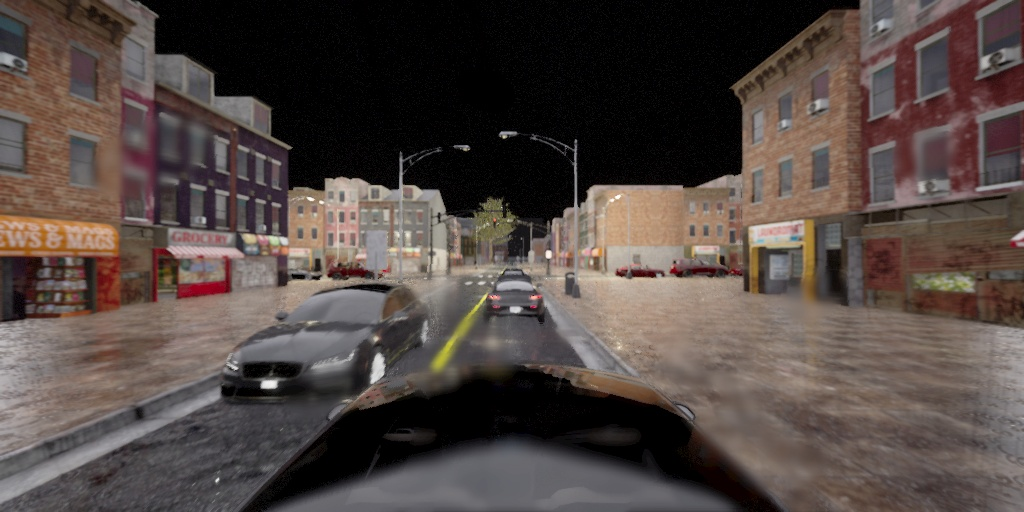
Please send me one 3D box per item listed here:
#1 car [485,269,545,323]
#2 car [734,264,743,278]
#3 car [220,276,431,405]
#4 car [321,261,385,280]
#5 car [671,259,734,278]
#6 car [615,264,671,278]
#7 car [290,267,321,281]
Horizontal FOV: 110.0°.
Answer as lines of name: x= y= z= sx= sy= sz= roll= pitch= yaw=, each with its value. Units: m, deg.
car: x=0.088 y=1.349 z=12.291 sx=1.812 sy=1.442 sz=4.674 roll=0 pitch=-1 yaw=0
car: x=22.781 y=1.356 z=33.477 sx=4.507 sy=1.381 sz=1.888 roll=0 pitch=0 yaw=0
car: x=-2.827 y=1.290 z=6.628 sx=1.837 sy=1.490 sz=4.892 roll=0 pitch=-1 yaw=0
car: x=-14.494 y=1.393 z=33.366 sx=5.009 sy=1.841 sz=2.192 roll=0 pitch=0 yaw=0
car: x=17.348 y=1.163 z=33.461 sx=5.009 sy=1.841 sz=2.192 roll=0 pitch=0 yaw=0
car: x=11.914 y=1.431 z=33.445 sx=4.507 sy=1.381 sz=1.888 roll=0 pitch=0 yaw=0
car: x=-19.921 y=1.686 z=33.350 sx=4.313 sy=1.339 sz=1.948 roll=0 pitch=0 yaw=0
